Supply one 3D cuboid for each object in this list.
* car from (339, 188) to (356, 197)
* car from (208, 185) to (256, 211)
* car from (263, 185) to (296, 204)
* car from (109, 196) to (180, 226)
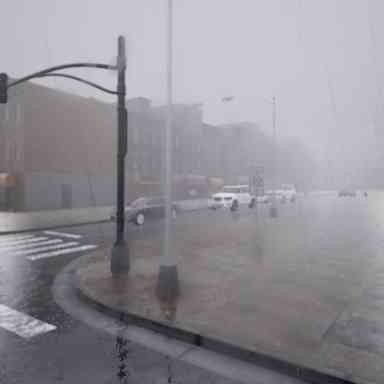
[{"bbox_3d":[24.660,0.064,52.761,2.033,1.411,5.357,1,2,35],"label":"car"},{"bbox_3d":[3.562,0.459,28.275,2.150,2.045,5.566,1,2,35],"label":"car"},{"bbox_3d":[9.830,0.193,37.037,2.150,2.045,5.566,1,2,35],"label":"car"},{"bbox_3d":[-2.640,1.019,19.583,1.837,1.490,4.892,1,2,36],"label":"car"}]
